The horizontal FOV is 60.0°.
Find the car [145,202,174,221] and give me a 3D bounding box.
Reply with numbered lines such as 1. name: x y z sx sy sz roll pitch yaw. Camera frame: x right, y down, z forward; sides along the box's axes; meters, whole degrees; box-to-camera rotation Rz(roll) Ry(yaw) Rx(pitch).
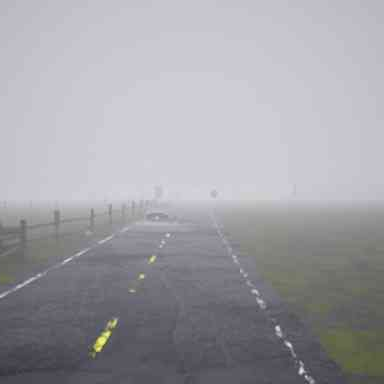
1. car: -2.493 1.506 26.936 2.033 1.411 5.357 0 0 1
